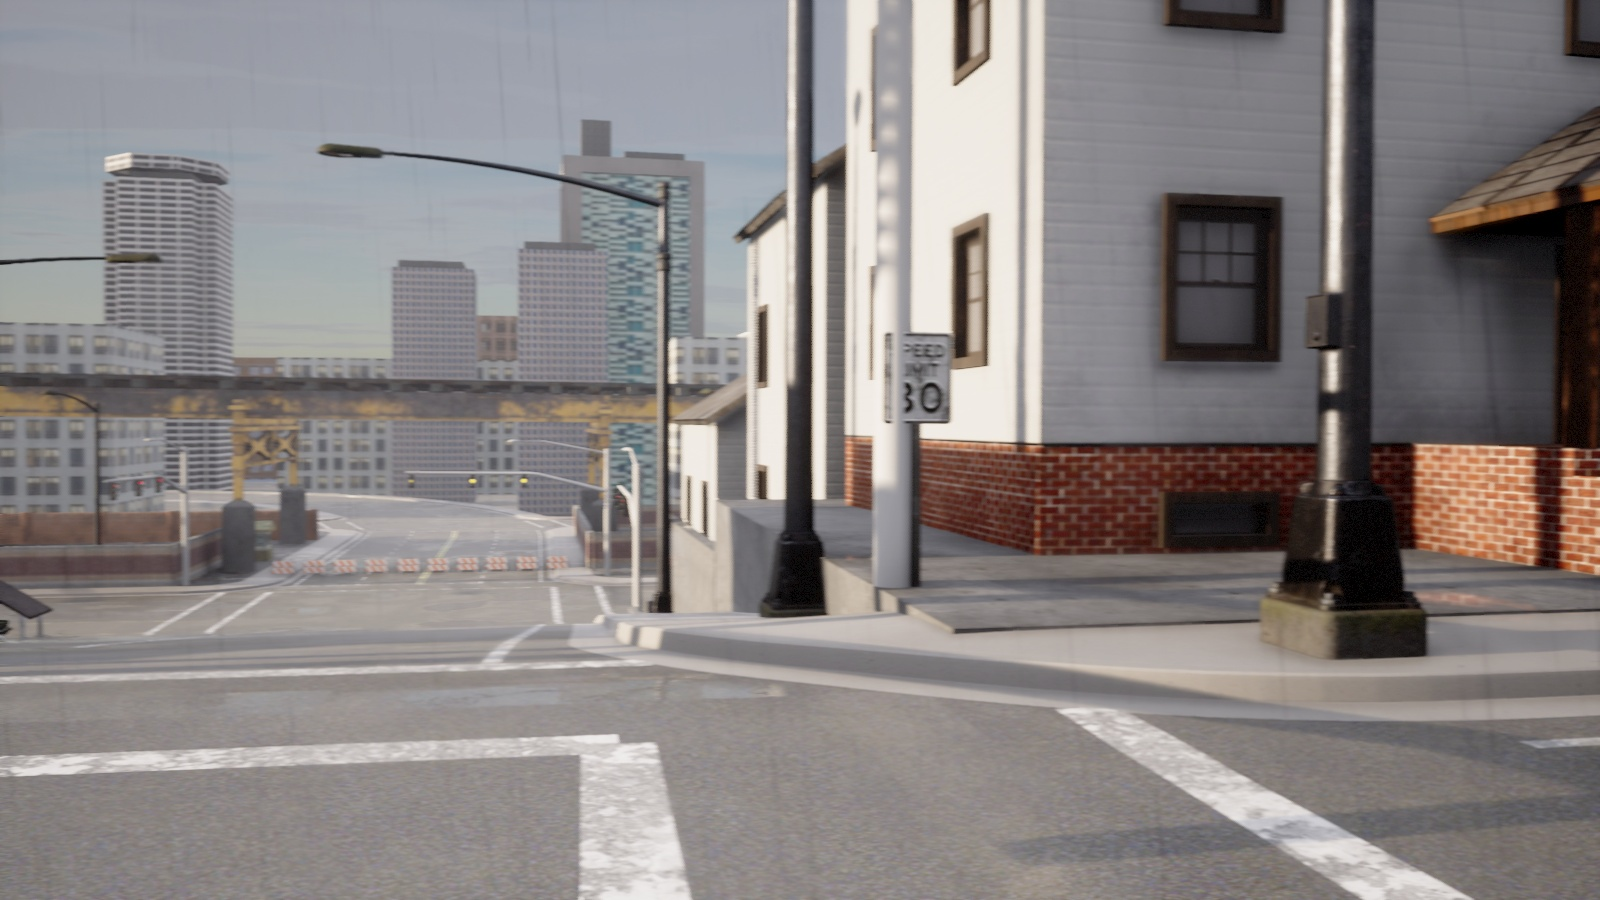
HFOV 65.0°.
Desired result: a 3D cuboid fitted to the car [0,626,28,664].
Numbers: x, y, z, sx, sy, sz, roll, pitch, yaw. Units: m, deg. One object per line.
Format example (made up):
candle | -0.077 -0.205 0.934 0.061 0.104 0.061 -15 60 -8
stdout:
car | -35.880 8.400 53.485 4.718 1.301 1.895 -1 1 -10
